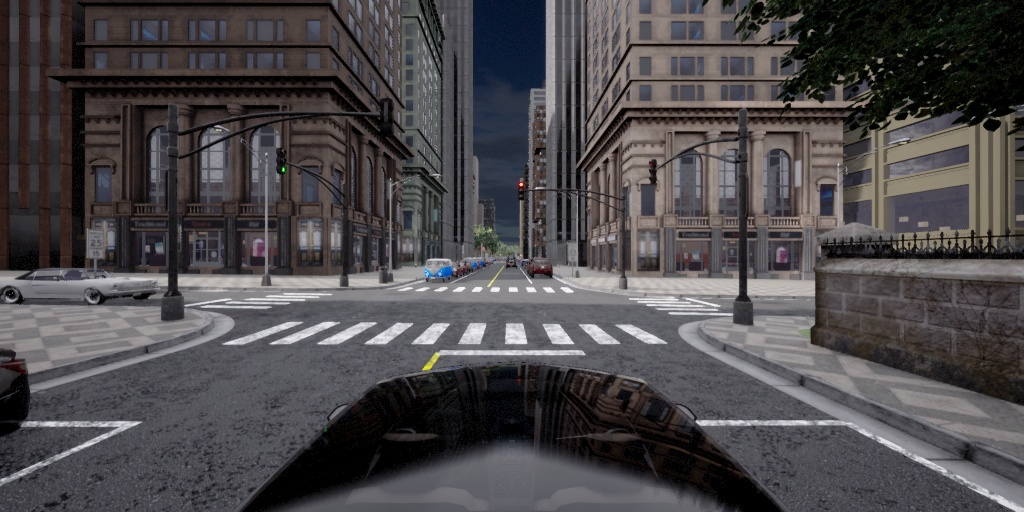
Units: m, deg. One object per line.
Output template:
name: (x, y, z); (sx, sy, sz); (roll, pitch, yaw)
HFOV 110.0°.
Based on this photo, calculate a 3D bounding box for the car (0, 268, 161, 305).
car: (-16.565, 1.120, 13.728); (4.718, 1.301, 1.895); (1, 0, 0)

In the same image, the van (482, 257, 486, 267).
van: (-5.881, 1.151, 61.130); (1.690, 1.789, 3.998); (0, 0, 0)

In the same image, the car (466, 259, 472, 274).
car: (-5.838, 1.322, 39.365); (1.888, 1.381, 4.507); (0, 0, 0)

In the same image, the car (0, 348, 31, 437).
car: (-5.763, 1.316, 1.827); (1.948, 1.339, 4.313); (0, 0, 0)

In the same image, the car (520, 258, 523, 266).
car: (2.655, 1.352, 55.713); (2.007, 1.370, 4.403); (0, 0, 0)

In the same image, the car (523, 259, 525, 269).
car: (2.688, 1.092, 39.391); (2.192, 1.841, 5.009); (0, 0, 0)

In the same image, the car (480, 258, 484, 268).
car: (-5.870, 1.347, 55.689); (1.888, 1.381, 4.507); (0, 0, 0)

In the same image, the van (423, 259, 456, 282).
van: (-5.816, 1.105, 28.484); (1.690, 1.789, 3.998); (0, 0, 0)

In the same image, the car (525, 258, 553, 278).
car: (2.698, 1.085, 33.950); (2.192, 1.841, 5.009); (0, 0, 0)

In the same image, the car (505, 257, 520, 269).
car: (-0.063, 1.312, 59.140); (1.837, 1.490, 4.892); (0, 0, 1)

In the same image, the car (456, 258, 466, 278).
car: (-5.827, 1.210, 33.924); (1.967, 1.591, 4.097); (0, 0, 0)

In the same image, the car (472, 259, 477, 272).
car: (-5.849, 1.351, 44.806); (1.948, 1.339, 4.313); (0, 0, 0)

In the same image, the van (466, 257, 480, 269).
van: (-5.860, 1.134, 50.248); (1.690, 1.789, 3.998); (0, 0, 0)
